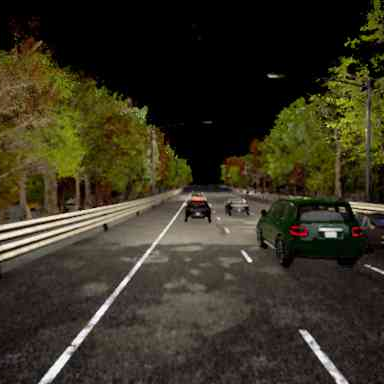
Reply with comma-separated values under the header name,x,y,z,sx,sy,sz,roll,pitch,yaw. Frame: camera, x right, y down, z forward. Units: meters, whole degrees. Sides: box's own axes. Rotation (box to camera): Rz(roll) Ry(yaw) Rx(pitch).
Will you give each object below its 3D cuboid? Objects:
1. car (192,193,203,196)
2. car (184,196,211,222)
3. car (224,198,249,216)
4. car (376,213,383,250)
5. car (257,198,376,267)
name,x,y,z,sx,sy,sz,roll,pitch,yaw
car,0.701,0.908,42.457,2.097,1.767,4.553,0,1,1
car,0.445,1.332,25.277,1.882,1.535,5.008,0,0,1
car,4.022,1.295,30.343,2.128,1.511,4.902,0,1,1
car,7.275,1.553,13.624,2.033,1.411,5.357,0,0,1
car,3.745,1.218,11.562,2.150,2.045,5.566,0,0,1
